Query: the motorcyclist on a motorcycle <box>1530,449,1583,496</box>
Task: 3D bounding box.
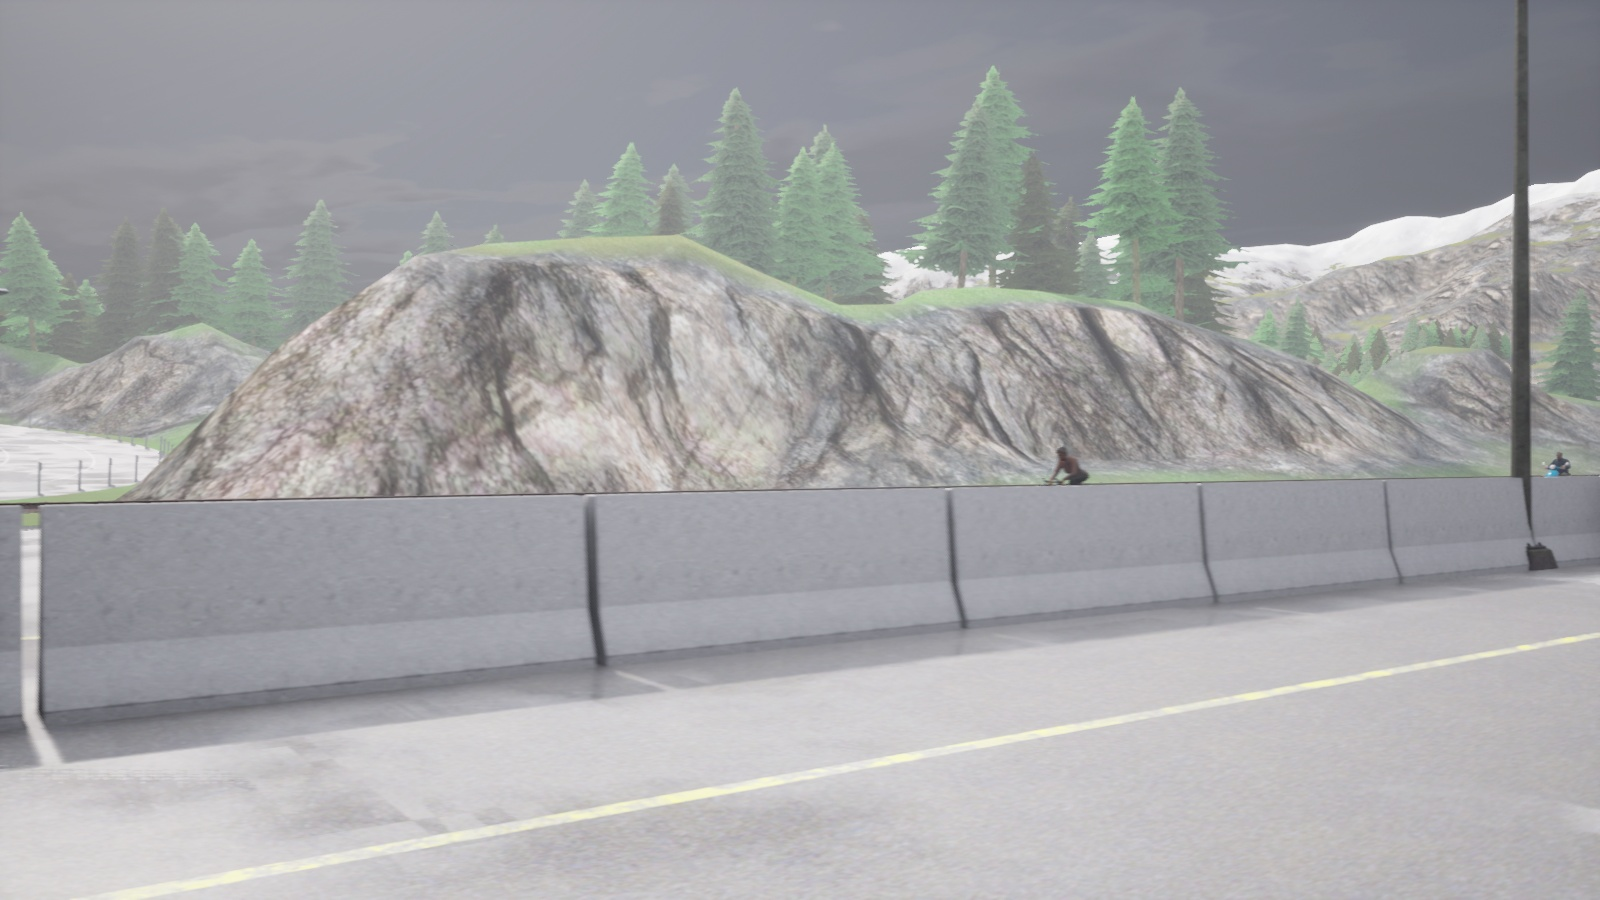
[{"bbox_3d":[25.926,0.746,43.026,1.817,1.590,0.866,0,0,-35],"label":"motorcyclist on a motorcycle"}]
